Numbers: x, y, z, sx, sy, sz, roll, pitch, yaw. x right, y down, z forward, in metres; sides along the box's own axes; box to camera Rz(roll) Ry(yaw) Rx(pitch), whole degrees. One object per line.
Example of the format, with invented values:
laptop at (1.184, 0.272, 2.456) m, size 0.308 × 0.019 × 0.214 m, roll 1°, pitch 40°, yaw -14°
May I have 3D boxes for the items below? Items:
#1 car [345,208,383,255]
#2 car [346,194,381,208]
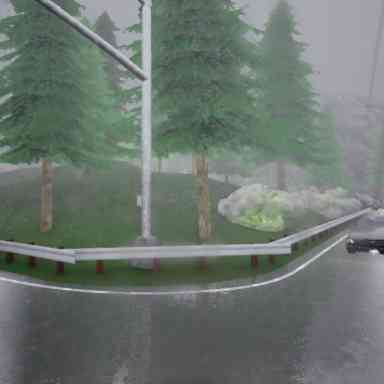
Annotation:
car at (7.402, 1.567, 13.111) m, size 2.033 × 1.411 × 5.357 m, roll 0°, pitch 0°, yaw 33°
car at (21.421, 1.272, 42.368) m, size 2.150 × 2.045 × 5.566 m, roll 0°, pitch 0°, yaw -9°
